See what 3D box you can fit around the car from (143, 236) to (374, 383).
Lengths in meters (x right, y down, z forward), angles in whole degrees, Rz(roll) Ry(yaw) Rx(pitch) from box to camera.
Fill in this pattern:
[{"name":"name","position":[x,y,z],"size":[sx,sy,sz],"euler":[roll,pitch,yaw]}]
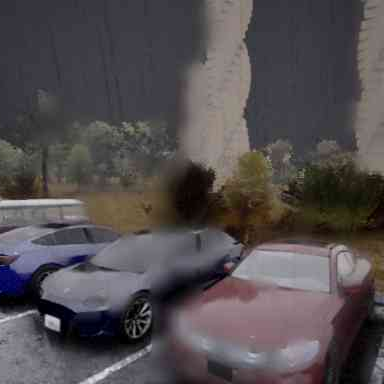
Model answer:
[{"name":"car","position":[1.626,1.518,5.217],"size":[2.002,1.452,4.674],"euler":[0,0,35]}]

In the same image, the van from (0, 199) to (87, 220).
[{"name":"van","position":[-5.034,1.220,10.107],"size":[1.878,1.987,4.442],"euler":[0,0,36]}]

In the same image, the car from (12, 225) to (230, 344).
[{"name":"car","position":[-0.639,1.502,6.792],"size":[2.163,1.488,4.792],"euler":[0,0,36]}]

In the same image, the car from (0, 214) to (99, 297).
[{"name":"car","position":[-2.845,1.489,8.439],"size":[2.163,1.488,4.792],"euler":[0,0,35]}]
